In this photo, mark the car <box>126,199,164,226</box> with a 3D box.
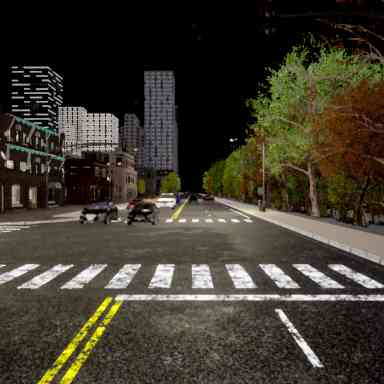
[{"bbox_3d":[-3.308,1.501,23.409,1.837,1.490,4.892,0,-1,0],"label":"car"}]

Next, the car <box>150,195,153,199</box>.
[{"bbox_3d":[-6.494,1.336,52.507,2.097,1.767,4.553,0,0,0],"label":"car"}]

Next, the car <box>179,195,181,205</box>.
[{"bbox_3d":[-3.219,1.190,59.747,2.150,2.045,5.566,0,1,0],"label":"car"}]

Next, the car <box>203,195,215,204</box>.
[{"bbox_3d":[3.468,1.467,64.005,2.128,1.511,4.902,0,0,0],"label":"car"}]

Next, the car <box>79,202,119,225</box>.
[{"bbox_3d":[-6.555,1.486,23.936,2.128,1.511,4.902,0,0,0],"label":"car"}]

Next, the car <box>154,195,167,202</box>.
[{"bbox_3d":[-6.375,1.305,68.249,2.128,1.511,4.902,0,0,0],"label":"car"}]

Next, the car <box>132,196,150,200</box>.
[{"bbox_3d":[-6.524,1.512,39.995,1.812,1.442,4.674,0,0,0],"label":"car"}]

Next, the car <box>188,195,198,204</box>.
[{"bbox_3d":[0.220,1.480,65.271,1.837,1.490,4.892,0,0,0],"label":"car"}]

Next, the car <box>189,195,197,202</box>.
[{"bbox_3d":[0.150,1.494,75.609,1.812,1.442,4.674,0,0,0],"label":"car"}]

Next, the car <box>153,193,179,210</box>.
[{"bbox_3d":[-3.270,1.209,43.029,2.150,2.045,5.566,0,0,0],"label":"car"}]

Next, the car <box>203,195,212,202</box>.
[{"bbox_3d":[3.385,1.448,74.274,1.882,1.535,5.008,0,0,0],"label":"car"}]
